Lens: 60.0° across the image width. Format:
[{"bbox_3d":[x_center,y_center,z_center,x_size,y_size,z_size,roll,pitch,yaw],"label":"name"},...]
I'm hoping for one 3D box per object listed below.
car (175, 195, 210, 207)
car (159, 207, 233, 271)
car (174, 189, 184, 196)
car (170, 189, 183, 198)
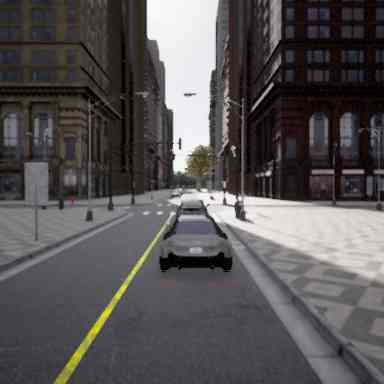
[{"bbox_3d":[0.021,1.151,20.097,1.837,1.490,4.892,0,1,0],"label":"car"},{"bbox_3d":[0.085,1.382,10.238,1.994,1.385,4.181,0,1,0],"label":"car"},{"bbox_3d":[-3.158,0.146,79.839,2.128,1.511,4.902,0,1,0],"label":"car"},{"bbox_3d":[-3.137,0.426,64.504,2.033,1.411,5.357,0,1,0],"label":"car"}]
